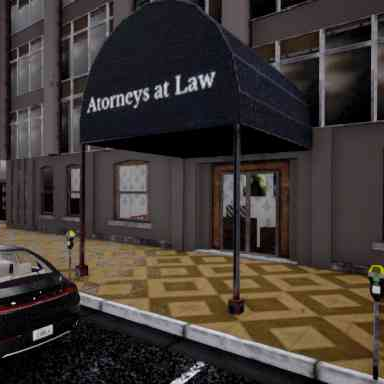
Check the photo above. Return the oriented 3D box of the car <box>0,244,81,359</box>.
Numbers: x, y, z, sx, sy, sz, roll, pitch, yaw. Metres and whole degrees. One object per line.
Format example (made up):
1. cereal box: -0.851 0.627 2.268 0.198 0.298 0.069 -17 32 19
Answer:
1. car: -3.666 1.550 5.498 4.403 1.369 2.008 0 0 36
